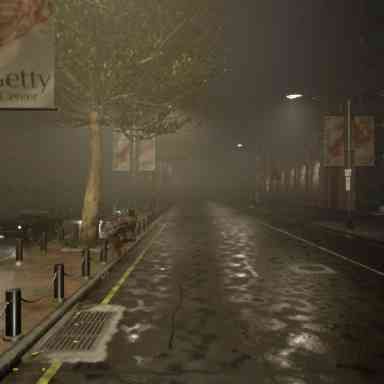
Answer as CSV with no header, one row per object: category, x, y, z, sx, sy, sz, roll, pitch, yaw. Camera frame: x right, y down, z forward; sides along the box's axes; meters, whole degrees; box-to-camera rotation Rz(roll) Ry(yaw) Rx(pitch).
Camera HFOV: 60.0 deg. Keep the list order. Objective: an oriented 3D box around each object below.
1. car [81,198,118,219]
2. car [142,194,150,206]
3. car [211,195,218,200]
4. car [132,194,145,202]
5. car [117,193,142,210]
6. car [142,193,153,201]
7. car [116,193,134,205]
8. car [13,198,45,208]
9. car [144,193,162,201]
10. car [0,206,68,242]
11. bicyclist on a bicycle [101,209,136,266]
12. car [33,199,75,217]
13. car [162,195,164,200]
car,-8.224,1.503,29.270,1.837,1.490,4.892,0,1,0
car,-8.328,1.526,56.198,1.812,1.442,4.674,0,0,0
car,6.337,1.595,94.091,1.895,1.301,4.718,0,0,0
car,-11.821,1.355,73.659,2.097,1.767,4.553,0,0,0
car,-8.286,1.218,43.096,2.150,2.045,5.566,0,0,0
car,-11.888,1.212,88.586,2.150,2.045,5.566,0,0,0
car,-11.838,1.223,59.022,2.150,2.045,5.566,0,0,0
car,-20.055,1.491,42.487,4.902,1.511,2.128,0,0,-22
car,-8.311,1.225,71.258,2.150,2.045,5.566,0,0,0
car,-8.135,1.601,16.451,1.895,1.301,4.718,0,0,0
bicyclist on a bicycle,-2.182,1.246,10.208,0.582,1.656,1.620,7,-49,-51
car,-11.727,1.564,29.018,1.994,1.385,4.181,0,0,0
car,-8.379,1.521,86.614,2.128,1.511,4.902,0,0,0
